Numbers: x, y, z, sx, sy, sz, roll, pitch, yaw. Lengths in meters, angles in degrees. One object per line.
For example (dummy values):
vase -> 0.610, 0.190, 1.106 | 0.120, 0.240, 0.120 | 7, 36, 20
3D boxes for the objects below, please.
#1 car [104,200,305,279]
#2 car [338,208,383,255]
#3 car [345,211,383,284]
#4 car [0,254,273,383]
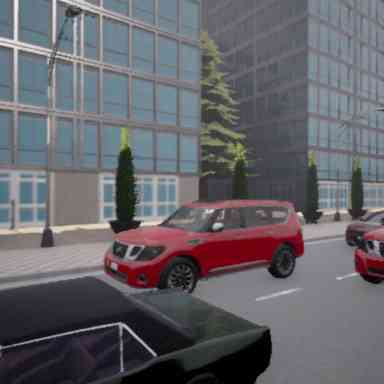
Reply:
car -> 0.603, 1.245, 8.703 | 5.566, 2.045, 2.150 | 0, 0, -35
car -> 8.617, 1.541, 14.349 | 5.008, 1.535, 1.882 | 0, 0, -35
car -> 6.524, 1.264, 8.606 | 5.566, 2.045, 2.150 | 0, 0, -35
car -> -1.561, 1.603, 2.862 | 4.718, 1.301, 1.895 | 0, 0, -35
